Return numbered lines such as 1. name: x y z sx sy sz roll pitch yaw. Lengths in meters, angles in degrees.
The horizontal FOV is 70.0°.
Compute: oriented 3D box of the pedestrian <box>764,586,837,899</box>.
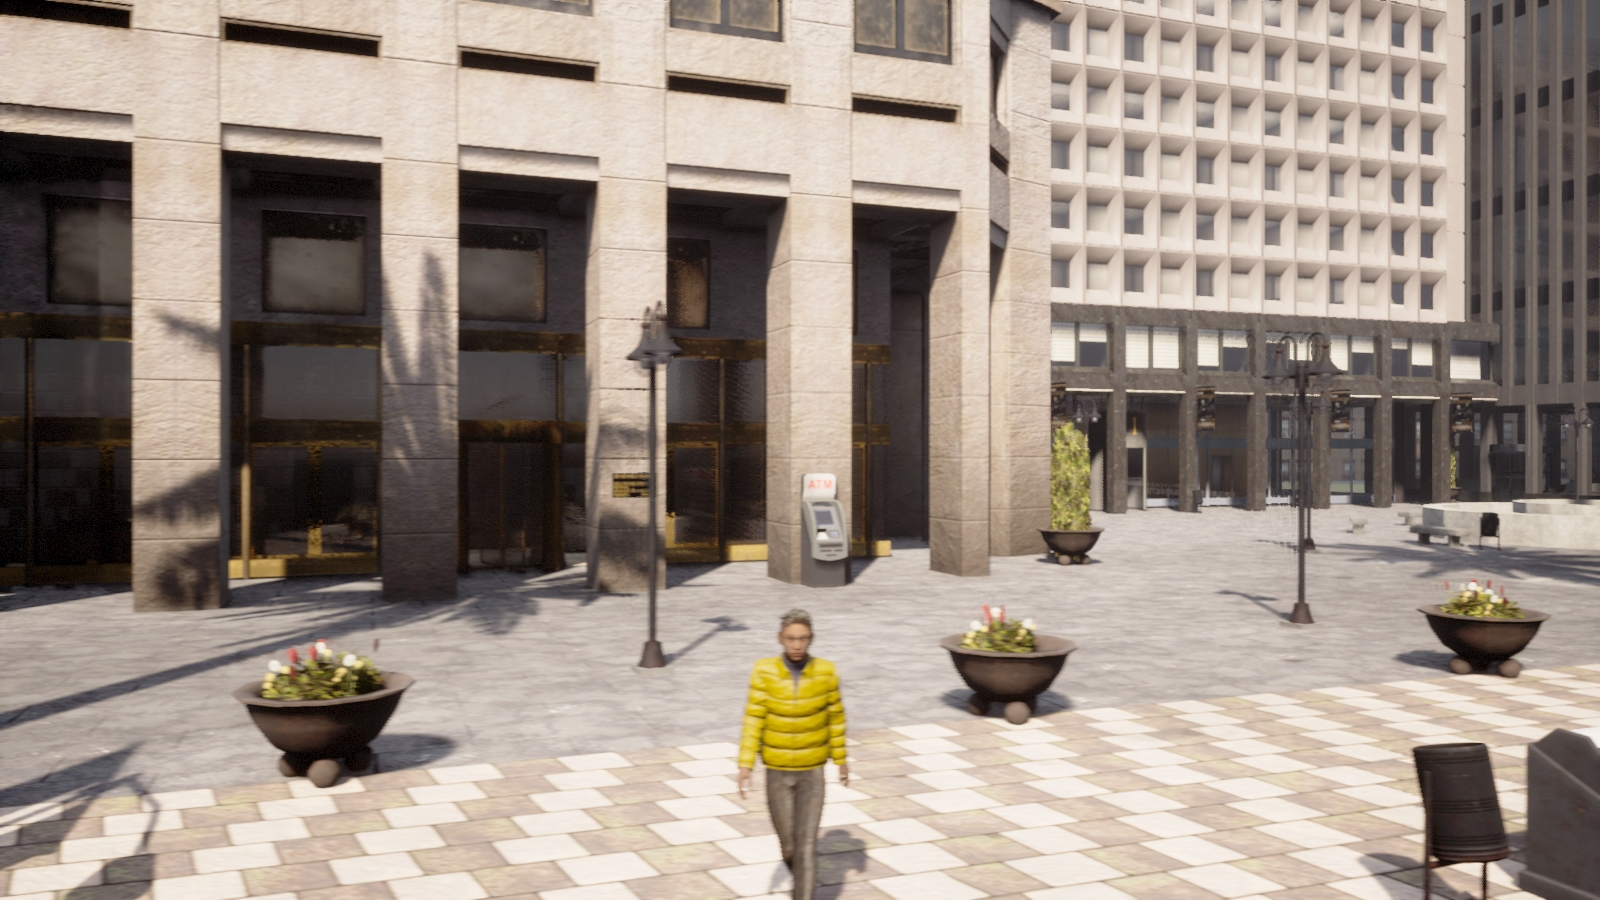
1. pedestrian: 0.010 1.699 6.246 0.375 1.860 0.375 0 0 3
